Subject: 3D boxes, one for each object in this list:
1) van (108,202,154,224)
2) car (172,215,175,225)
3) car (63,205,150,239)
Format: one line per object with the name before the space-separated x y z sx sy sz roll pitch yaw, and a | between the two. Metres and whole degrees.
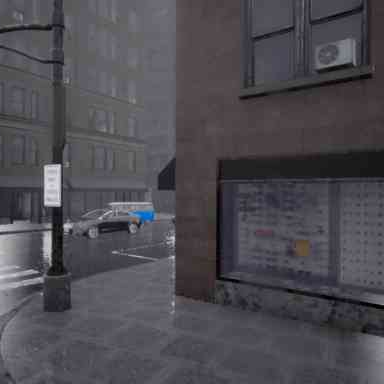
van | -4.507 1.636 24.169 1.690 1.788 3.998 -1 -1 35
car | 0.259 1.947 26.451 1.994 1.385 4.181 0 -1 35
car | -4.995 1.726 18.987 2.128 1.511 4.902 0 -1 35
